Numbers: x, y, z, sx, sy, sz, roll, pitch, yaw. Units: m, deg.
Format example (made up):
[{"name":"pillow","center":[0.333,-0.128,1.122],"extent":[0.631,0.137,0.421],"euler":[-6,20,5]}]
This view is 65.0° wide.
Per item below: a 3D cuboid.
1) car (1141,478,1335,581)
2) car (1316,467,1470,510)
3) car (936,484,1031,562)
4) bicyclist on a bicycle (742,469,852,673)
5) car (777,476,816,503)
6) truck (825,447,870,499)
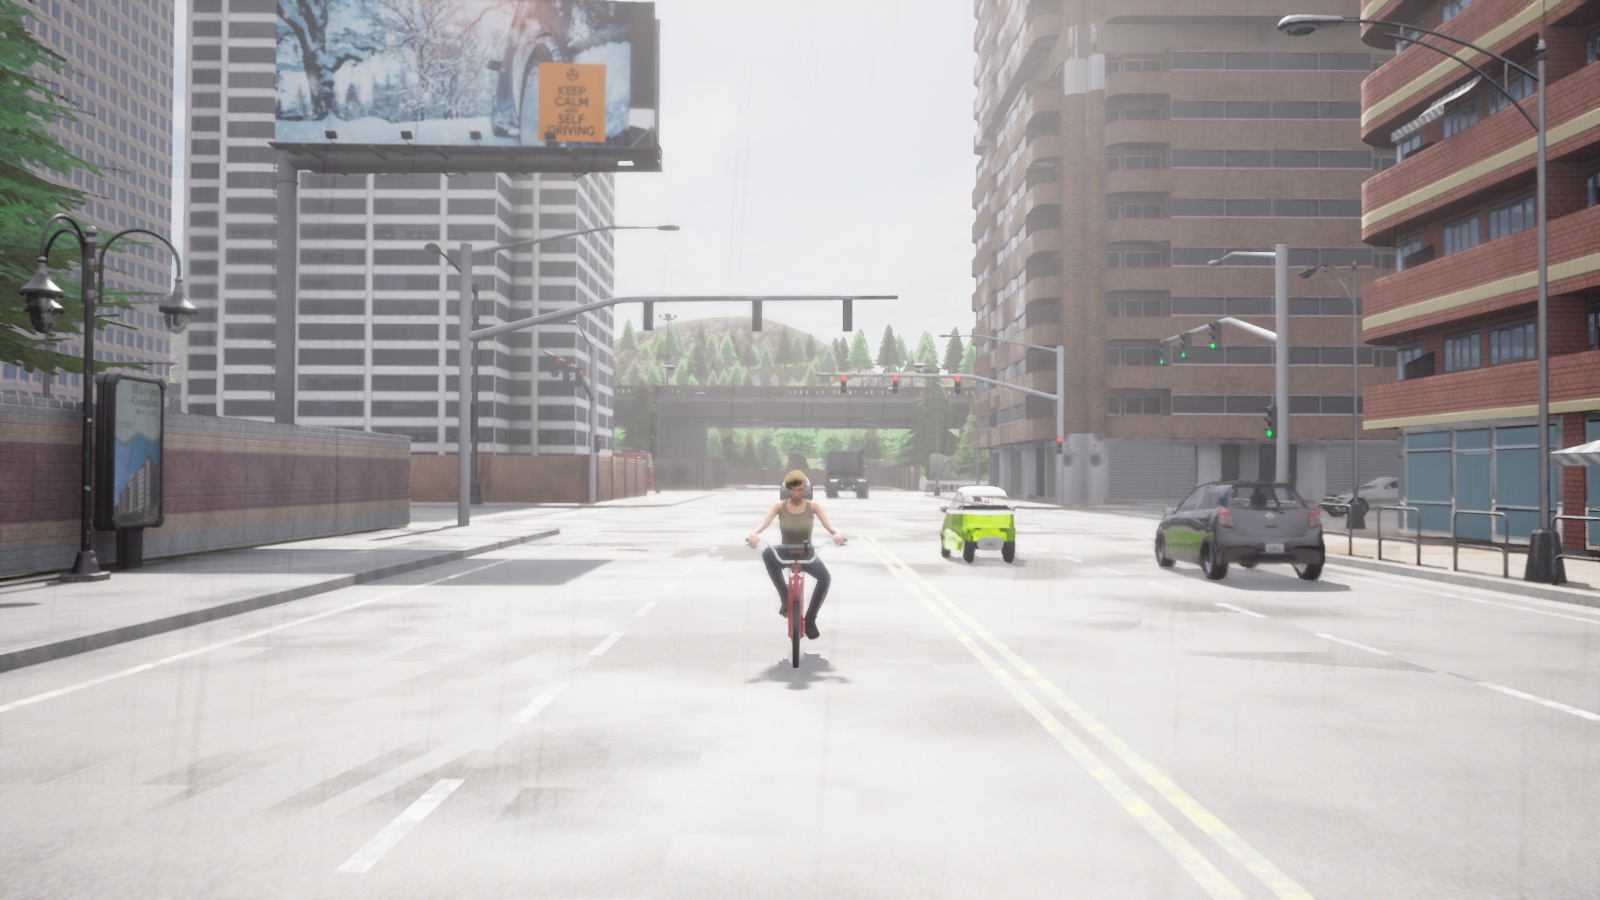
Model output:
[{"name":"car","center":[6.950,1.217,20.322],"extent":[1.845,1.501,3.633],"euler":[0,-1,0]},{"name":"car","center":[23.253,1.502,49.375],"extent":[5.027,1.651,2.152],"euler":[0,-1,0]},{"name":"car","center":[3.441,1.343,23.837],"extent":[1.481,1.376,2.207],"euler":[0,-1,0]},{"name":"bicyclist on a bicycle","center":[-0.023,0.974,10.716],"extent":[0.866,1.612,1.509],"euler":[0,-1,0]},{"name":"car","center":[-0.174,2.221,71.509],"extent":[2.128,1.511,4.902],"euler":[0,-1,0]},{"name":"truck","center":[3.279,1.615,88.653],"extent":[2.891,3.462,7.936],"euler":[0,-1,0]}]
